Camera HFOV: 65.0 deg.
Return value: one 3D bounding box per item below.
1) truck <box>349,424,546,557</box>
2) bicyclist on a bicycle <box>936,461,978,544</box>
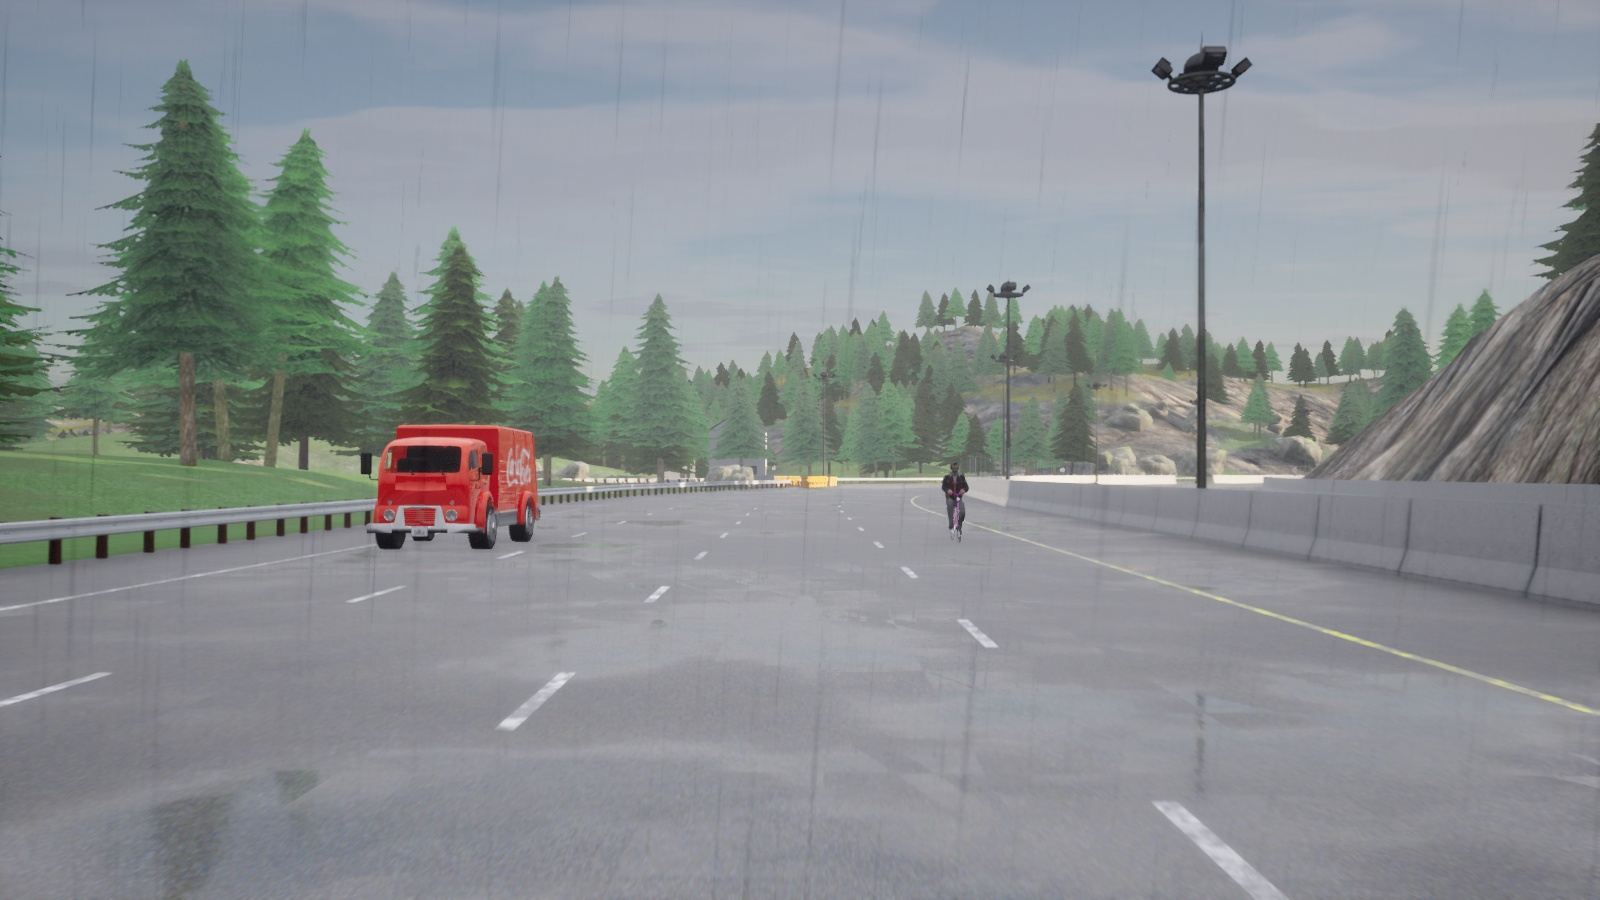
[{"bbox_3d":[-7.065,0.790,25.911,2.627,2.467,5.204,0,-1,0],"label":"truck"},{"bbox_3d":[3.432,1.133,27.582,0.659,1.776,1.843,0,-1,0],"label":"bicyclist on a bicycle"}]
